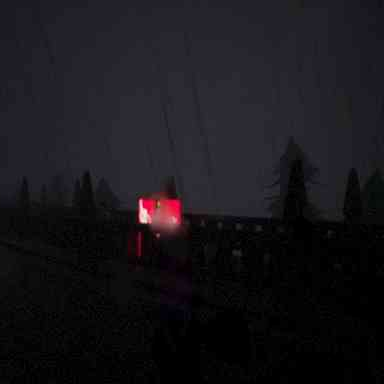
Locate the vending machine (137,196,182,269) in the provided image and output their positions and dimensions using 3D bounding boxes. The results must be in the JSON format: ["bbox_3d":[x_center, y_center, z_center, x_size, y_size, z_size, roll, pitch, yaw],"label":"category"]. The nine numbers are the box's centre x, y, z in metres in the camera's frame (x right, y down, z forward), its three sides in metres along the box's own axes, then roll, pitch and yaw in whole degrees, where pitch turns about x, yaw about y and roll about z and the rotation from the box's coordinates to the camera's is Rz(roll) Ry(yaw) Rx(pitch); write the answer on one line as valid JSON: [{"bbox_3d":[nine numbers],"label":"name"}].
[{"bbox_3d":[-1.008,1.183,10.380,0.880,2.100,1.100,0,0,41],"label":"vending machine"}]

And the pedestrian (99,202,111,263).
[{"bbox_3d":[-2.580,1.128,9.781,0.375,1.860,0.375,0,0,41],"label":"pedestrian"}]
